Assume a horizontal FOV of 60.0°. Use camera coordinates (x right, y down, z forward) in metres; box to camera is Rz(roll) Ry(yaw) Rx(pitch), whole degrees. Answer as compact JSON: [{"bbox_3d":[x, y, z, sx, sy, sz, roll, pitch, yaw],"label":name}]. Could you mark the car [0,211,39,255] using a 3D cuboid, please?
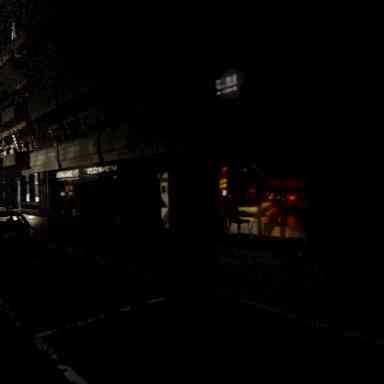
[{"bbox_3d":[-7.112,1.405,12.051,1.967,1.590,4.097,-2,1,-42],"label":"car"}]
